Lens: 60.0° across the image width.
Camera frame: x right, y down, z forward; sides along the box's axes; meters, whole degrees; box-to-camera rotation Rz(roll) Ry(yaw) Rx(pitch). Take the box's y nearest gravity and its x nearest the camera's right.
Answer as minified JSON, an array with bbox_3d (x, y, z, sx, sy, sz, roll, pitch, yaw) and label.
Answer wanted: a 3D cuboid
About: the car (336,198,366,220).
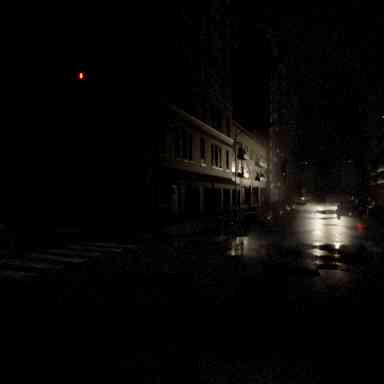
[{"bbox_3d":[13.384,1.527,28.412,1.812,1.442,4.674,0,0,22],"label":"car"}]

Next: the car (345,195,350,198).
[{"bbox_3d":[26.985,1.548,54.972,2.008,1.369,4.403,1,0,22],"label":"car"}]

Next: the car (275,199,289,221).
[{"bbox_3d":[6.555,1.567,27.460,1.947,1.339,4.313,1,0,22],"label":"car"}]

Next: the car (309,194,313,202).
[{"bbox_3d":[23.262,1.560,68.419,1.947,1.339,4.313,1,0,22],"label":"car"}]

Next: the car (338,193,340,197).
[{"bbox_3d":[39.519,1.430,85.698,1.967,1.590,4.097,1,0,22],"label":"car"}]

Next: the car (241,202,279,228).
[{"bbox_3d":[4.467,1.583,22.341,1.802,1.307,4.206,1,0,22],"label":"car"}]

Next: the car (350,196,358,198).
[{"bbox_3d":[22.807,1.566,44.730,1.947,1.339,4.313,1,0,22],"label":"car"}]

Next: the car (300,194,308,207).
[{"bbox_3d":[16.934,1.524,52.902,1.752,1.417,4.829,1,0,22],"label":"car"}]

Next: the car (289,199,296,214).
[{"bbox_3d":[8.644,1.552,32.580,2.008,1.369,4.403,1,0,22],"label":"car"}]

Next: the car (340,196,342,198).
[{"bbox_3d":[35.340,1.558,75.457,1.947,1.339,4.313,1,0,22],"label":"car"}]

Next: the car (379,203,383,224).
[{"bbox_3d":[12.363,1.568,19.124,1.947,1.339,4.313,1,0,22],"label":"car"}]

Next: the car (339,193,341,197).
[{"bbox_3d":[37.430,1.431,80.577,1.967,1.590,4.097,1,0,22],"label":"car"}]

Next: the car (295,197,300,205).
[{"bbox_3d":[10.733,1.546,37.700,1.887,1.381,4.507,1,0,22],"label":"car"}]

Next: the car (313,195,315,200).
[{"bbox_3d":[25.353,1.308,73.537,2.192,1.841,5.009,1,0,22],"label":"car"}]

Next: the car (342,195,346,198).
[{"bbox_3d":[31.163,1.561,65.214,1.947,1.339,4.313,1,0,22],"label":"car"}]

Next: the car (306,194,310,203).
[{"bbox_3d":[19.085,1.563,58.179,1.947,1.339,4.313,1,0,22],"label":"car"}]

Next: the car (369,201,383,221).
[{"bbox_3d":[14.452,1.546,24.245,1.887,1.381,4.507,1,0,22],"label":"car"}]

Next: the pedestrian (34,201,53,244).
[{"bbox_3d":[-6.210,1.261,13.903,0.375,1.860,0.375,0,-1,22],"label":"pedestrian"}]

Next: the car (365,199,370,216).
[{"bbox_3d":[16.540,1.552,29.367,2.008,1.369,4.403,1,0,22],"label":"car"}]
